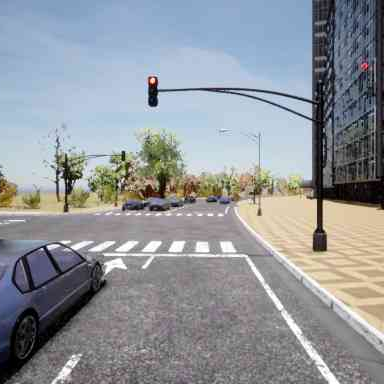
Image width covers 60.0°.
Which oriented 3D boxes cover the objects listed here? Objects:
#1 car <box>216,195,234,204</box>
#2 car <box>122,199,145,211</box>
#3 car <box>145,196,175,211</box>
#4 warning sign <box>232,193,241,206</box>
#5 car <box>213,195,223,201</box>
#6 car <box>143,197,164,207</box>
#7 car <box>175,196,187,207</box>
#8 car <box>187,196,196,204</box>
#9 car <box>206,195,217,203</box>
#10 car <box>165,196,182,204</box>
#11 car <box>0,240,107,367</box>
[{"bbox_3d":[6.666,1.559,66.021,2.033,1.411,5.357,0,0,12],"label":"car"},{"bbox_3d":[-7.210,1.563,41.211,1.994,1.385,4.181,0,0,7],"label":"car"},{"bbox_3d":[-3.923,1.547,41.486,2.033,1.411,5.357,0,0,7],"label":"car"},{"bbox_3d":[6.466,1.122,48.263,1.300,1.860,1.060,0,0,8],"label":"warning sign"},{"bbox_3d":[6.319,1.392,80.540,1.812,1.442,4.674,0,0,14],"label":"car"},{"bbox_3d":[-5.871,1.548,51.375,2.033,1.411,5.357,0,0,8],"label":"car"},{"bbox_3d":[-2.539,1.550,51.694,2.033,1.411,5.357,0,0,8],"label":"car"},{"bbox_3d":[-0.384,1.513,64.421,1.837,1.490,4.892,0,0,11],"label":"car"},{"bbox_3d":[4.199,1.559,70.833,1.994,1.385,4.181,0,0,12],"label":"car"},{"bbox_3d":[-3.574,1.553,65.010,2.033,1.411,5.357,0,0,11],"label":"car"},{"bbox_3d":[-3.036,1.547,5.722,2.033,1.411,5.357,0,0,1],"label":"car"}]
